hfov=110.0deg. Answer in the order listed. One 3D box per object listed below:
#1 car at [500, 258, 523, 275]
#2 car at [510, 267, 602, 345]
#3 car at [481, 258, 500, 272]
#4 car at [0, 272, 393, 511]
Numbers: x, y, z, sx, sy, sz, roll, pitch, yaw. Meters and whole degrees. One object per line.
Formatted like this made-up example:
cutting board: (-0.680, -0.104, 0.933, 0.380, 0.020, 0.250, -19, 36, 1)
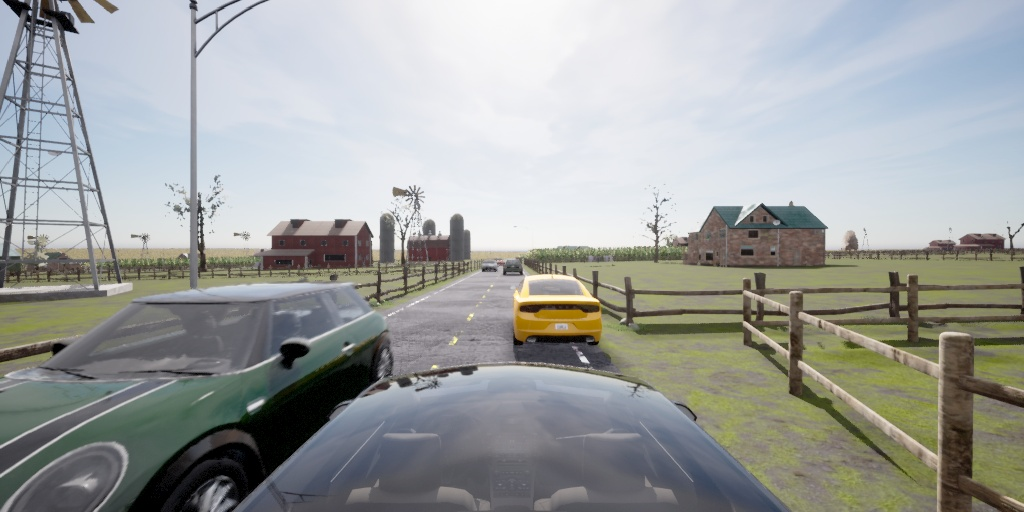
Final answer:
car: (0.114, 1.110, 39.351, 2.097, 1.767, 4.553, 0, 0, 0)
car: (0.971, 1.226, 9.486, 1.882, 1.535, 5.008, 0, 0, 0)
car: (-2.809, 1.267, 45.224, 1.837, 1.490, 4.892, 0, 0, 0)
car: (-2.848, 1.101, 3.529, 2.097, 1.767, 4.553, 0, 0, 0)
